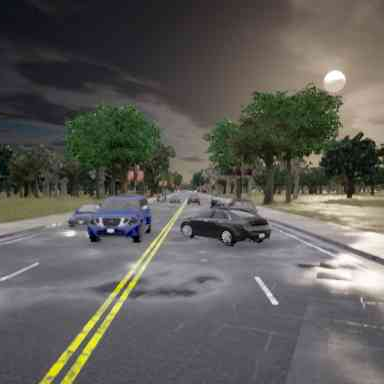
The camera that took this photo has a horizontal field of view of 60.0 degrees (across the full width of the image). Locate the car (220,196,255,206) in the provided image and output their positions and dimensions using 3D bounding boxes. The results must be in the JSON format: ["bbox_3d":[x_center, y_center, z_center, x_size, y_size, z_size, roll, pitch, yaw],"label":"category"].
[{"bbox_3d":[3.404,1.304,23.413,2.097,1.767,4.553,0,0,0],"label":"car"}]

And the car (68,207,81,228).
[{"bbox_3d":[-6.456,1.481,21.705,1.812,1.442,4.674,0,0,0],"label":"car"}]

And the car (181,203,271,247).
[{"bbox_3d":[1.357,1.474,15.141,1.837,1.490,4.892,0,0,-35],"label":"car"}]

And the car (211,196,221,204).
[{"bbox_3d":[3.458,1.434,34.478,2.163,1.488,4.792,0,0,0],"label":"car"}]

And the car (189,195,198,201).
[{"bbox_3d":[0.300,1.383,77.135,1.994,1.385,4.181,0,0,0],"label":"car"}]

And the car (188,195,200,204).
[{"bbox_3d":[0.315,1.235,57.654,2.097,1.767,4.553,0,0,1],"label":"car"}]

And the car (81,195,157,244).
[{"bbox_3d":[-3.239,1.189,16.065,2.150,2.045,5.566,0,0,0],"label":"car"}]

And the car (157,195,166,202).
[{"bbox_3d":[-6.206,1.356,68.379,2.128,1.511,4.902,0,0,0],"label":"car"}]

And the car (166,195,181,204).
[{"bbox_3d":[-3.026,1.387,58.770,1.837,1.490,4.892,0,0,0],"label":"car"}]
